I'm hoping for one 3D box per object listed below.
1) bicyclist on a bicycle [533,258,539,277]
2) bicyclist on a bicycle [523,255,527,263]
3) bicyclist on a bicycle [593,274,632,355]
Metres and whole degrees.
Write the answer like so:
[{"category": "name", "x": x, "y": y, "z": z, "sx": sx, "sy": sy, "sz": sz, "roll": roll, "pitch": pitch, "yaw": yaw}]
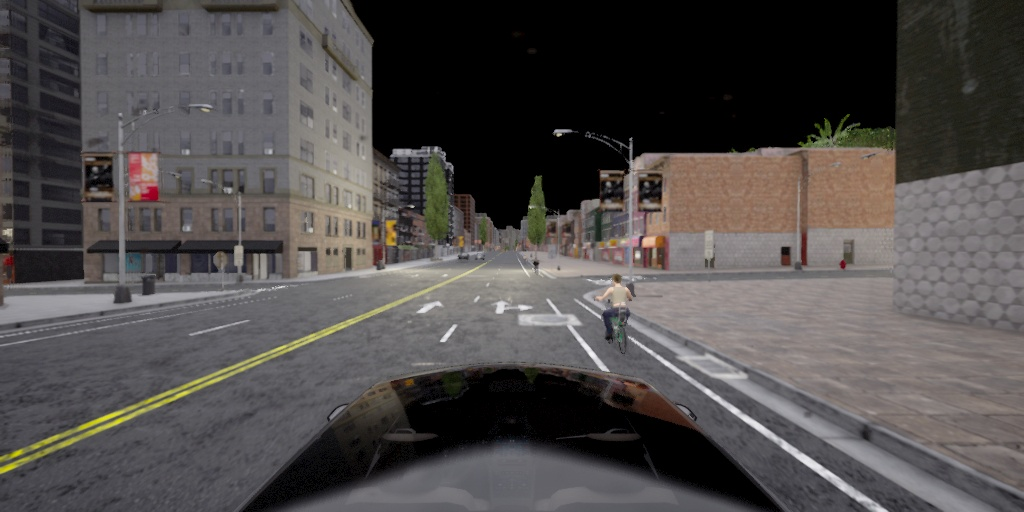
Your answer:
[{"category": "bicyclist on a bicycle", "x": 2.251, "y": 1.049, "z": 33.679, "sx": 0.659, "sy": 1.776, "sz": 1.843, "roll": 0, "pitch": 1, "yaw": 0}, {"category": "bicyclist on a bicycle", "x": 2.274, "y": 0.620, "z": 62.628, "sx": 0.866, "sy": 1.612, "sz": 1.509, "roll": 0, "pitch": 1, "yaw": 0}, {"category": "bicyclist on a bicycle", "x": 2.231, "y": 1.184, "z": 7.723, "sx": 0.866, "sy": 1.612, "sz": 1.509, "roll": 0, "pitch": 0, "yaw": 0}]
